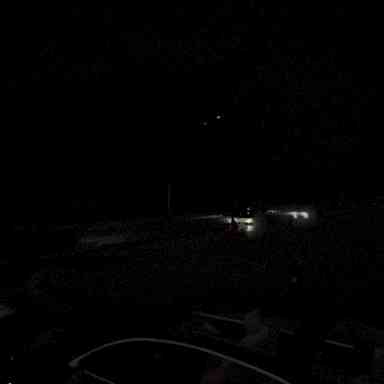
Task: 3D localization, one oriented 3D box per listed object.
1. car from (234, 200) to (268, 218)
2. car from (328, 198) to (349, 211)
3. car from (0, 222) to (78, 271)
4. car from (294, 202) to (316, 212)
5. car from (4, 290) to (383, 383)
[{"bbox_3d":[5.921,1.598,33.576,2.097,1.767,4.553,2,0,36],"label":"car"},{"bbox_3d":[23.271,1.927,52.843,2.150,2.045,5.566,2,0,35],"label":"car"},{"bbox_3d":[-5.882,1.637,11.078,1.895,1.301,4.718,1,-1,17],"label":"car"},{"bbox_3d":[16.402,2.162,48.132,1.895,1.301,4.718,2,0,35],"label":"car"},{"bbox_3d":[0.183,1.546,2.660,4.403,1.369,2.008,0,1,36],"label":"car"}]
